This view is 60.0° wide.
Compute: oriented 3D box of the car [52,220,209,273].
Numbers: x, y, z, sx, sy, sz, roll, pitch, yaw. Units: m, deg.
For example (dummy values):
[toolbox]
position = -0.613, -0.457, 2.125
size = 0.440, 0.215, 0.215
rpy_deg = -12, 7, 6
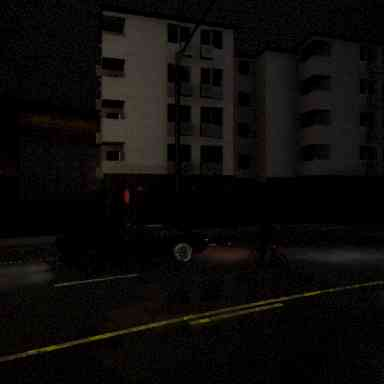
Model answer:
[car]
position = -1.910, 1.601, 10.651
size = 4.718, 1.301, 1.895
rpy_deg = 0, 0, -28

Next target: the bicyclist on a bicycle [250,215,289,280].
[bicyclist on a bicycle]
position = 2.037, 1.455, 8.959
size = 0.582, 1.620, 1.656
rpy_deg = 0, -2, -25
